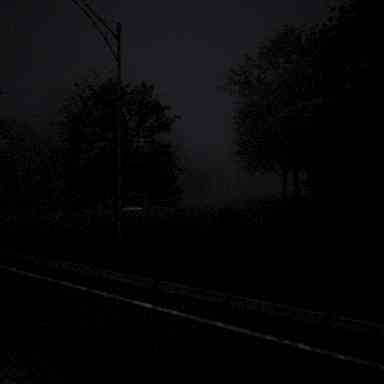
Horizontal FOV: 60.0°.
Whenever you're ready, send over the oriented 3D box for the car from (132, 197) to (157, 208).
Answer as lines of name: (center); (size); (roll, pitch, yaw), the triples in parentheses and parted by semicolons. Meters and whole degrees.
car: (-5.685, 1.350, 45.869); (2.033, 1.411, 5.357); (-1, 2, 39)
